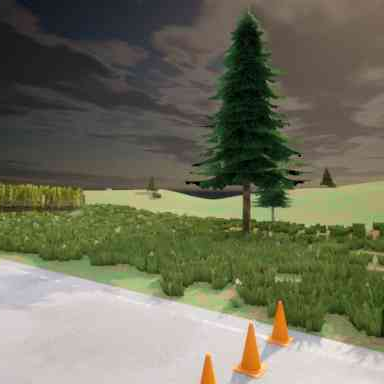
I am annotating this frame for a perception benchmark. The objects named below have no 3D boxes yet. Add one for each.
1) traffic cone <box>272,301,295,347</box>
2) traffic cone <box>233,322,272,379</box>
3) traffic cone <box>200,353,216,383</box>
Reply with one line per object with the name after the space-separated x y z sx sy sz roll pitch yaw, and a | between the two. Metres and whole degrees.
1.336 1.955 5.038 0.340 0.580 0.340 0 0 36 | traffic cone
0.751 1.955 4.226 0.340 0.580 0.340 0 0 36 | traffic cone
0.167 1.955 3.415 0.340 0.580 0.340 0 0 36 | traffic cone
